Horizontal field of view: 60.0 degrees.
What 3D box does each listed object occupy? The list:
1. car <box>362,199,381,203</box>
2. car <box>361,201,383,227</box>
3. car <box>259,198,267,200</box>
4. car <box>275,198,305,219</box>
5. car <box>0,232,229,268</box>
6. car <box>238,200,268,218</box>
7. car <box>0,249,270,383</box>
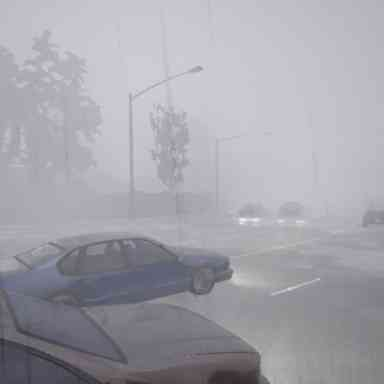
[{"bbox_3d":[25.001,1.643,46.118,2.128,1.511,4.902,-1,-1,11],"label":"car"},{"bbox_3d":[12.636,1.580,22.312,1.812,1.442,4.674,0,0,33],"label":"car"},{"bbox_3d":[15.380,2.039,71.970,2.128,1.511,4.902,-1,-1,10],"label":"car"},{"bbox_3d":[9.460,1.622,31.268,1.882,1.535,5.008,0,-1,25],"label":"car"},{"bbox_3d":[-1.595,1.551,6.796,5.357,1.411,2.033,0,0,-39],"label":"car"},{"bbox_3d":[5.922,1.733,32.028,1.994,1.385,4.181,0,-1,26],"label":"car"},{"bbox_3d":[-1.894,1.547,2.404,5.357,1.411,2.033,0,0,-34],"label":"car"}]
